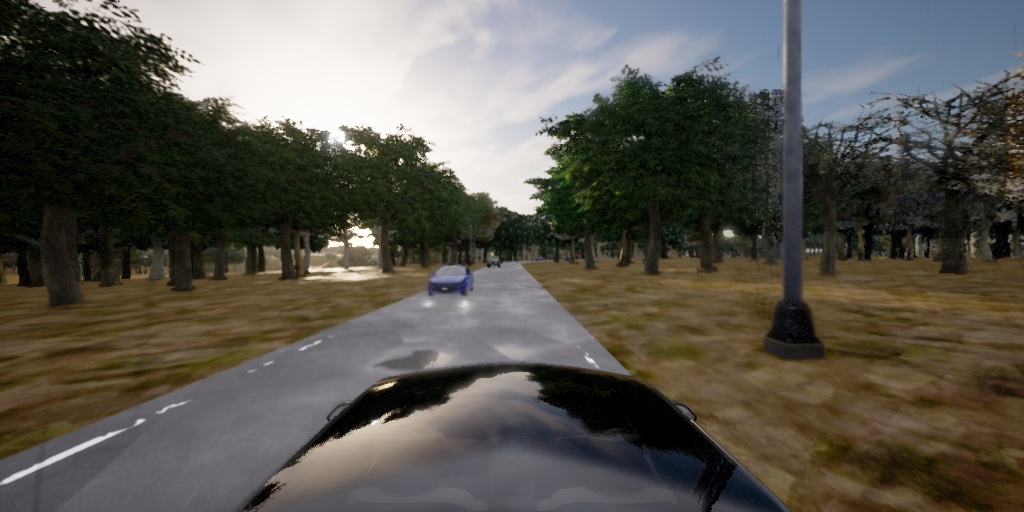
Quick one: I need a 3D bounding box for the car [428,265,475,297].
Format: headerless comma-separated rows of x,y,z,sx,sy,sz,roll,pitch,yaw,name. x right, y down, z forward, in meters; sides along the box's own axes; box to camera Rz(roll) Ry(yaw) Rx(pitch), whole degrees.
-3.099,1.233,18.986,1.882,1.535,5.008,0,0,0,car

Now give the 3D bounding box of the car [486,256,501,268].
-3.036,0.961,60.308,2.150,2.045,5.566,0,0,1,car
